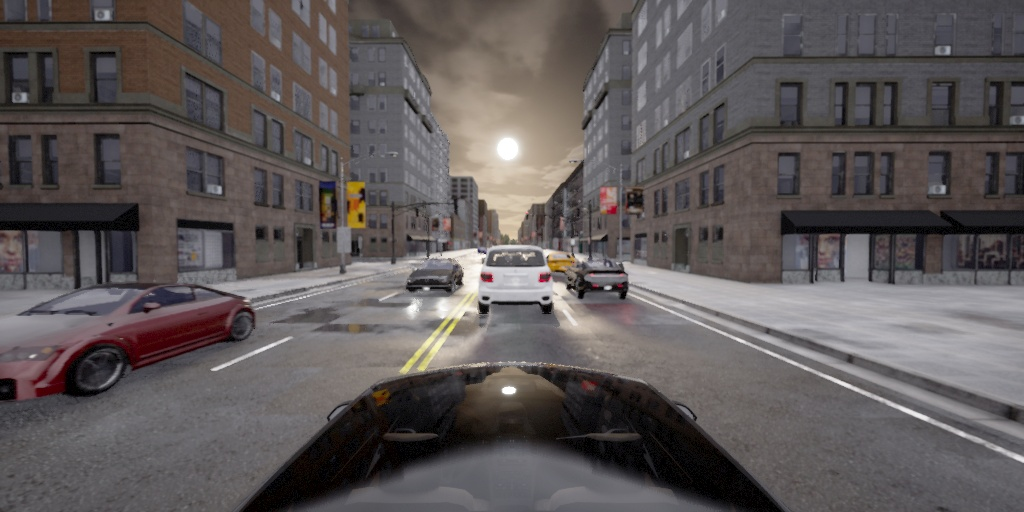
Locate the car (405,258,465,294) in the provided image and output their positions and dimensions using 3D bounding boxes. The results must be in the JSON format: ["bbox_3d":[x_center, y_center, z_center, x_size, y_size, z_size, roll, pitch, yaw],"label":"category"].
[{"bbox_3d":[-3.341,0.818,16.643,2.033,1.411,5.357,0,2,0],"label":"car"}]

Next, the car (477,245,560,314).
[{"bbox_3d":[0.102,0.638,12.134,2.150,2.045,5.566,0,2,0],"label":"car"}]

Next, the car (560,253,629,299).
[{"bbox_3d":[3.342,0.819,14.845,2.128,1.511,4.902,0,2,0],"label":"car"}]

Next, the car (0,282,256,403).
[{"bbox_3d":[-6.599,1.171,6.130,1.994,1.385,4.181,0,2,0],"label":"car"}]
